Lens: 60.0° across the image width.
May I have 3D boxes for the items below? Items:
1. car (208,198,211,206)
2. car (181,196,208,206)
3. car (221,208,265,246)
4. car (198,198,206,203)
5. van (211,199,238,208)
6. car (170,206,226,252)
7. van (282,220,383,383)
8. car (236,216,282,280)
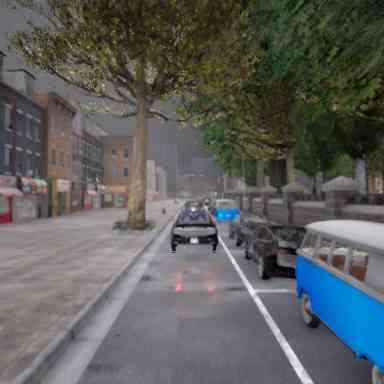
[{"bbox_3d":[3.050,1.738,36.572,1.837,1.490,4.892,0,0,0],"label":"car"},{"bbox_3d":[0.108,1.541,30.147,2.097,1.767,4.553,0,0,0],"label":"car"},{"bbox_3d":[2.659,1.643,15.396,2.008,1.369,4.403,1,0,0],"label":"car"},{"bbox_3d":[2.720,2.247,90.869,1.887,1.381,4.507,1,-1,0],"label":"car"},{"bbox_3d":[2.671,1.504,26.296,1.690,1.788,3.998,1,0,0],"label":"van"},{"bbox_3d":[0.094,1.576,14.432,2.128,1.511,4.902,0,0,0],"label":"car"},{"bbox_3d":[2.654,1.367,4.498,1.690,1.788,3.998,1,0,0],"label":"van"},{"bbox_3d":[2.655,1.624,9.947,1.947,1.339,4.313,1,0,0],"label":"car"}]
